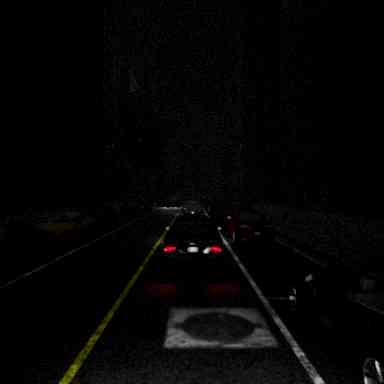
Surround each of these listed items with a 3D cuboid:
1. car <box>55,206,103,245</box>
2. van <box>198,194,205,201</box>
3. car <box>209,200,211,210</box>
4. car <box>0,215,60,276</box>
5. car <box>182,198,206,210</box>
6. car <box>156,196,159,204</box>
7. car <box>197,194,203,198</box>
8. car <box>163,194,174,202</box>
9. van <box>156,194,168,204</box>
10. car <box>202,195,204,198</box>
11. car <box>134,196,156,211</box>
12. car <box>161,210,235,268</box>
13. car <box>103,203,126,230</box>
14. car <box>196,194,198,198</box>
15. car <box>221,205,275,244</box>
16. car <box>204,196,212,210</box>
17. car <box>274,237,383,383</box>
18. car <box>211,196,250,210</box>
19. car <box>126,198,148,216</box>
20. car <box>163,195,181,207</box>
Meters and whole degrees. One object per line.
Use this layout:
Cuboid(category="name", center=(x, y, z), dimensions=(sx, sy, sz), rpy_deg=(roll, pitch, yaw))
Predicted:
Cuboid(category="car", center=(-5.857, 1.535, 15.622), dimensions=(1.752, 1.417, 4.829), rpy_deg=(0, 0, 0))
Cuboid(category="van", center=(2.653, 1.557, 94.732), dimensions=(1.690, 1.788, 3.998), rpy_deg=(0, 0, 0))
Cuboid(category="car", center=(2.665, 1.589, 27.065), dimensions=(1.947, 1.339, 4.313), rpy_deg=(0, 0, 0))
Cuboid(category="car", center=(-5.857, 1.587, 10.153), dimensions=(1.802, 1.307, 4.206), rpy_deg=(0, 0, 0))
Cuboid(category="car", center=(0.073, 1.554, 31.020), dimensions=(1.812, 1.442, 4.674), rpy_deg=(0, 0, 0))
Cuboid(category="car", center=(-5.862, 1.613, 43.991), dimensions=(1.947, 1.339, 4.313), rpy_deg=(0, 0, 0))
Cuboid(category="car", center=(2.658, 1.674, 72.176), dimensions=(1.887, 1.381, 4.507), rpy_deg=(0, 0, 0))
Cuboid(category="car", center=(-5.870, 1.485, 83.467), dimensions=(2.192, 1.841, 5.009), rpy_deg=(0, 0, 0))
Cuboid(category="van", center=(-5.866, 1.432, 60.909), dimensions=(1.690, 1.788, 3.998), rpy_deg=(0, 0, 0))
Cuboid(category="car", center=(2.993, 1.540, 51.746), dimensions=(1.882, 1.535, 5.008), rpy_deg=(0, 0, 0))
Cuboid(category="car", center=(-5.861, 1.354, 38.351), dimensions=(2.192, 1.841, 5.009), rpy_deg=(0, 0, 0))
Cuboid(category="car", center=(0.045, 1.553, 11.196), dimensions=(2.033, 1.411, 5.357), rpy_deg=(0, 0, 1))
Cuboid(category="car", center=(-5.859, 1.582, 21.432), dimensions=(1.947, 1.339, 4.313), rpy_deg=(0, 0, 0))
Cuboid(category="car", center=(2.657, 1.589, 77.815), dimensions=(1.967, 1.590, 4.097), rpy_deg=(0, 0, 0))
Cuboid(category="car", center=(2.667, 1.554, 15.788), dimensions=(1.887, 1.381, 4.507), rpy_deg=(0, 0, 0))
Cuboid(category="car", center=(2.665, 1.346, 32.704), dimensions=(2.192, 1.841, 5.009), rpy_deg=(0, 0, 0))
Cuboid(category="car", center=(2.670, 1.567, 4.510), dimensions=(1.947, 1.339, 4.313), rpy_deg=(0, 0, 0))
Cuboid(category="car", center=(2.667, 1.331, 21.427), dimensions=(2.192, 1.841, 5.009), rpy_deg=(0, 0, 0))
Cuboid(category="car", center=(-5.861, 1.576, 32.711), dimensions=(1.887, 1.381, 4.507), rpy_deg=(0, 0, 0))
Cuboid(category="car", center=(-3.089, 1.588, 51.732), dimensions=(1.812, 1.442, 4.674), rpy_deg=(0, 0, 0))
